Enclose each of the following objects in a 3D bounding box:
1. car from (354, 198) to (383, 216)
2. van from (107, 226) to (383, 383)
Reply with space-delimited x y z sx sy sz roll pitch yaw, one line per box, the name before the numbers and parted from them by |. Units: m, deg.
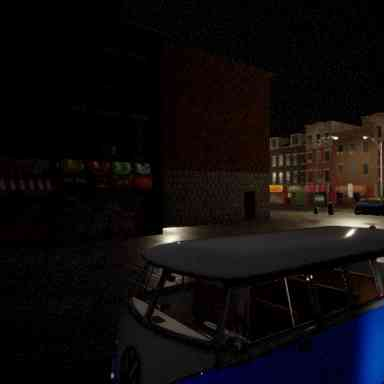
car | 17.070 1.359 29.742 2.097 1.767 4.553 0 0 -36
van | 1.124 1.341 3.624 3.998 1.788 1.690 0 0 -36
